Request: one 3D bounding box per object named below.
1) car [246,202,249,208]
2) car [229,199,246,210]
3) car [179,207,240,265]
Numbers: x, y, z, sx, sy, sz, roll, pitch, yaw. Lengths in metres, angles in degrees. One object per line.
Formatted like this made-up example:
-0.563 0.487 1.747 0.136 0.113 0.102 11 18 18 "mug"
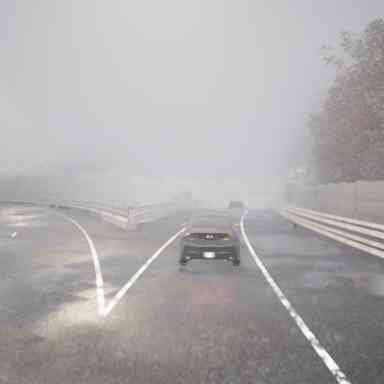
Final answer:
11.000 2.849 70.265 1.812 1.442 4.674 0 -4 13 "car"
6.330 1.682 47.398 1.882 1.535 5.008 0 -2 11 "car"
0.643 1.507 11.706 1.837 1.490 4.892 0 0 4 "car"
